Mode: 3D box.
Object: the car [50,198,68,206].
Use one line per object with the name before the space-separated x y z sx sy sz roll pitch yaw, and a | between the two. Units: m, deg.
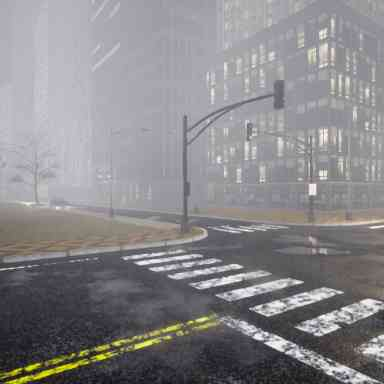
car | -21.724 1.606 54.213 1.895 1.301 4.718 0 0 -35
